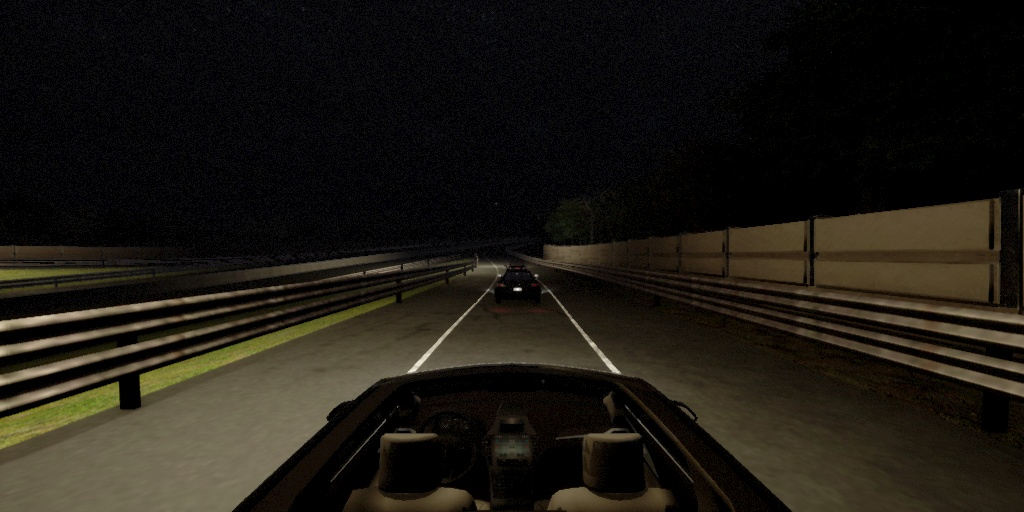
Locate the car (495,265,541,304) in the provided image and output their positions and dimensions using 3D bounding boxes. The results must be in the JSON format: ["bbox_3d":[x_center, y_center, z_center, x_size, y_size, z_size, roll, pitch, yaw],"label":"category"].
[{"bbox_3d":[0.281,1.308,16.413,1.994,1.385,4.181,0,0,1],"label":"car"}]

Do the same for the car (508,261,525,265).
[{"bbox_3d":[0.374,1.213,31.492,2.128,1.511,4.902,0,0,-1],"label":"car"}]
